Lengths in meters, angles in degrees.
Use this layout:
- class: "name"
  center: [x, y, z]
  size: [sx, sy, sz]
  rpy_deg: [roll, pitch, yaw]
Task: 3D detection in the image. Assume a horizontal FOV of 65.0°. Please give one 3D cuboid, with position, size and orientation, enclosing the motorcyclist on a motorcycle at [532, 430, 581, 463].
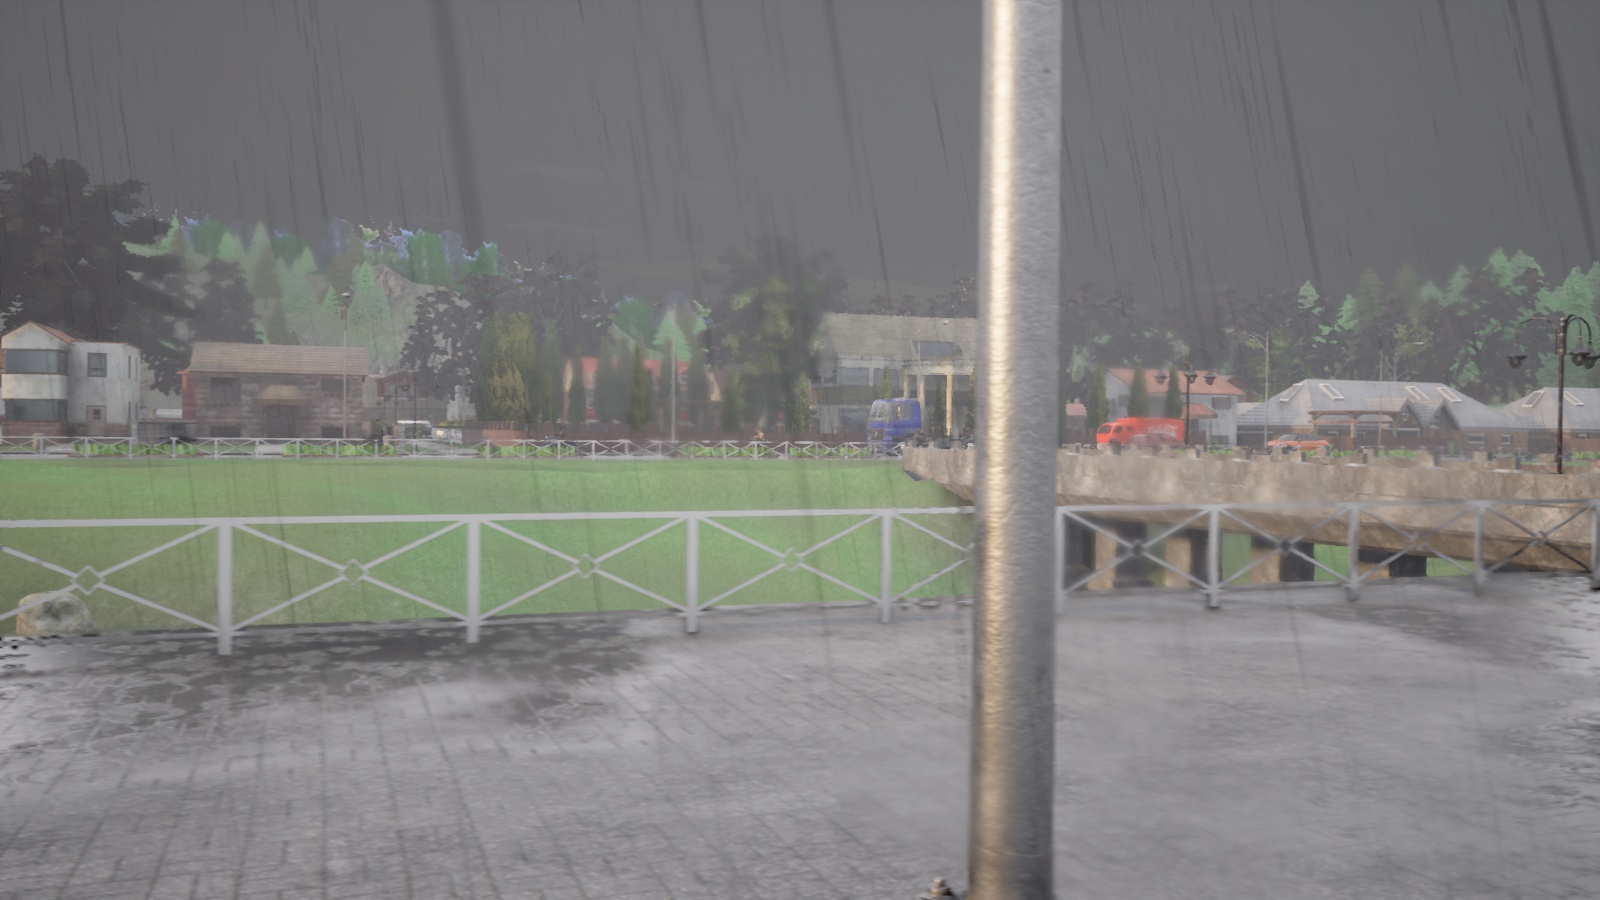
- class: "motorcyclist on a motorcycle"
  center: [-12.606, -0.172, 64.966]
  size: [2.350, 1.649, 0.766]
  rpy_deg: [-1, 1, -21]

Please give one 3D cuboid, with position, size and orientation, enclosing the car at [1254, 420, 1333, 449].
- class: "car"
  center: [32.211, -1.025, 81.952]
  size: [4.553, 1.767, 2.097]
  rpy_deg: [-1, 1, -21]

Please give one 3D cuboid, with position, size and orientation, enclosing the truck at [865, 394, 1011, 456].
- class: "truck"
  center: [7.991, -1.454, 72.763]
  size: [7.936, 3.462, 2.891]
  rpy_deg: [-1, 1, -21]

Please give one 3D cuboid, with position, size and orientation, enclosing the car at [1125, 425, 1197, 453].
- class: "car"
  center: [21.112, -0.647, 73.469]
  size: [3.705, 1.549, 1.789]
  rpy_deg: [-1, 1, -21]

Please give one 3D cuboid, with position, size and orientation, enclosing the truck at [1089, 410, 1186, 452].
- class: "truck"
  center: [20.850, -1.177, 77.642]
  size: [5.204, 2.467, 2.627]
  rpy_deg: [-1, 1, -21]
